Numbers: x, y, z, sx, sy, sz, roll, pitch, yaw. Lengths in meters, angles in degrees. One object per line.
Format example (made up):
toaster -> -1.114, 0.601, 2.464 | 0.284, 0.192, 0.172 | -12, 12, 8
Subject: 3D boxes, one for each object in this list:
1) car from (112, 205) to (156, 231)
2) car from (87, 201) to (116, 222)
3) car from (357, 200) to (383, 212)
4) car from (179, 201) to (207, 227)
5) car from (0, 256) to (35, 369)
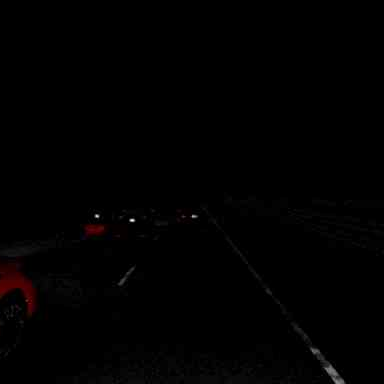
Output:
car -> -3.412, 1.591, 21.011 | 1.994, 1.385, 4.181 | 0, 0, 0
car -> -6.916, 1.527, 26.673 | 1.837, 1.490, 4.892 | 0, -1, 0
car -> 24.223, 1.795, 43.374 | 2.033, 1.411, 5.357 | 0, 0, -21
car -> 0.091, 1.579, 23.258 | 2.033, 1.411, 5.357 | 0, 0, 0
car -> -3.404, 1.223, 2.586 | 2.150, 2.045, 5.566 | 0, 0, 0
